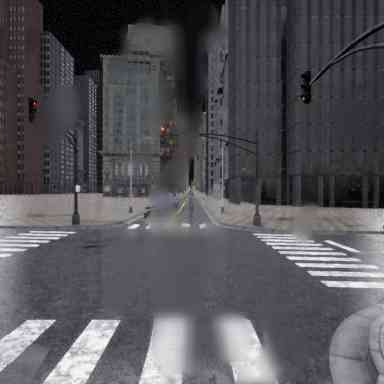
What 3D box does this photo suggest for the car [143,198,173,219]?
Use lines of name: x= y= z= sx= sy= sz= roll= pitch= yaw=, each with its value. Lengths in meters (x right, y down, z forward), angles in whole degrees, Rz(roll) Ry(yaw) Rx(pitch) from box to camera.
car: x=-3.107 y=1.546 z=29.850 sx=2.033 sy=1.411 sz=5.357 roll=0 pitch=0 yaw=0

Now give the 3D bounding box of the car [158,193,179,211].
car: x=-3.107 y=1.219 z=40.102 sx=2.150 sy=2.045 sz=5.566 roll=0 pitch=0 yaw=0

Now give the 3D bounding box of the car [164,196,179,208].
car: x=-3.100 y=1.475 z=50.548 sx=1.882 sy=1.535 sz=5.008 roll=0 pitch=0 yaw=0
